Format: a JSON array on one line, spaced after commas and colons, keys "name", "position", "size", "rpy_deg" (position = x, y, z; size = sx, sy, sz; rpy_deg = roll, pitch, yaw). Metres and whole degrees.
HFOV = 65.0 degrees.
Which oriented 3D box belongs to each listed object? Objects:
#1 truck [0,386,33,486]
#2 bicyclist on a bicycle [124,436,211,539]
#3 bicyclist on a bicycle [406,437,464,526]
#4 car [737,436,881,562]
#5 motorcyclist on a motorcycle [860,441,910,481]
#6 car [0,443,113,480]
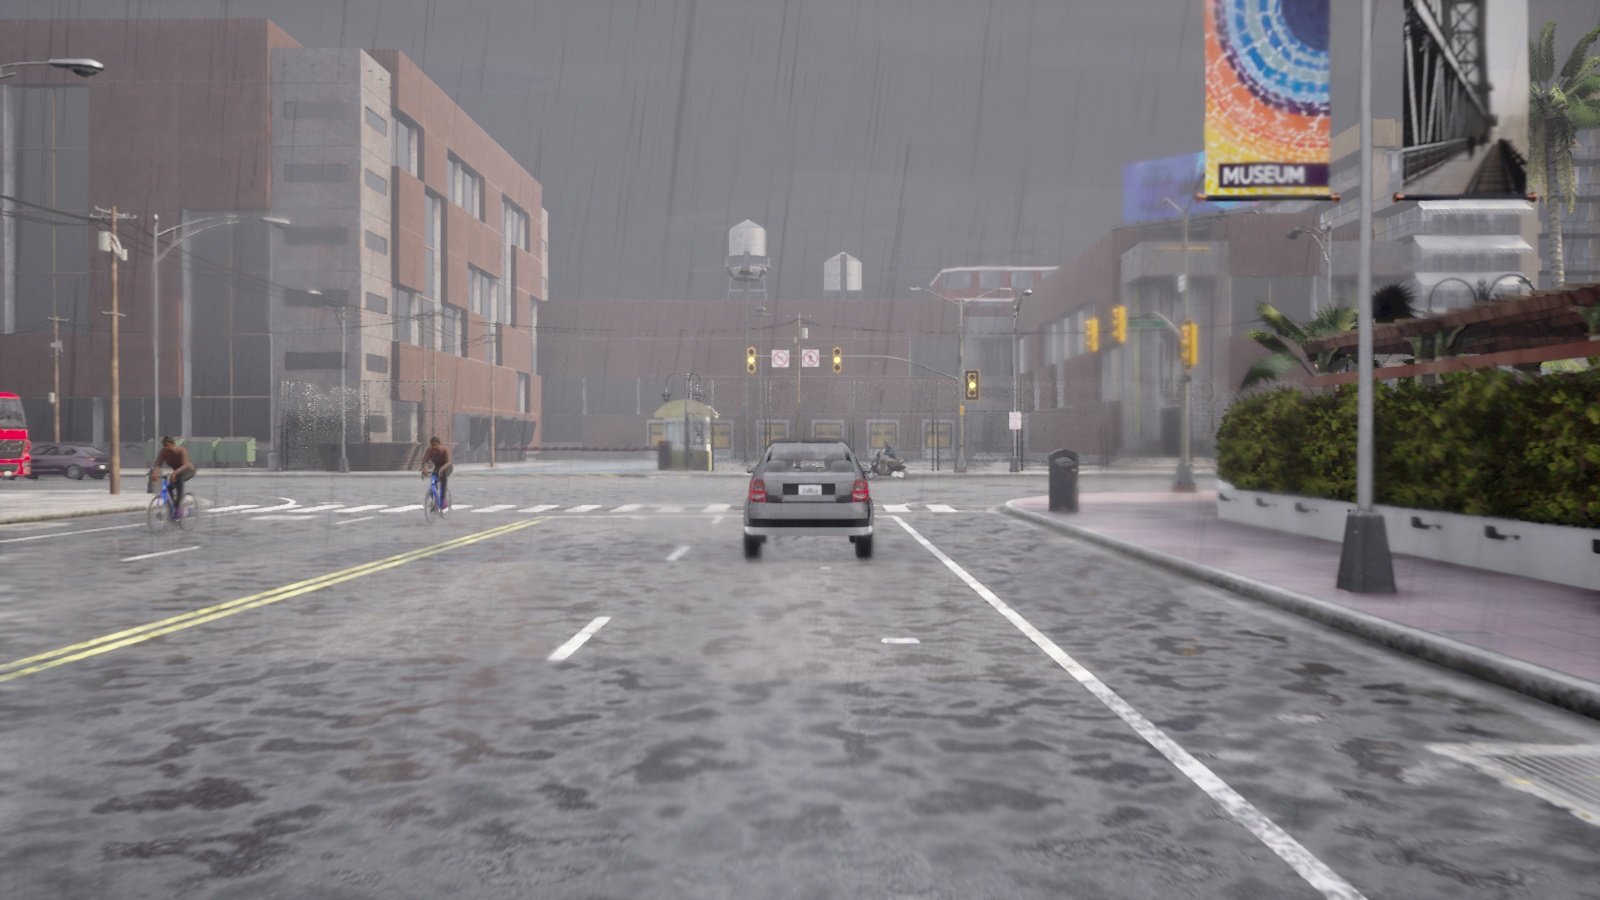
[{"name": "truck", "position": [-31.664, -0.507, 43.946], "size": [7.936, 3.462, 2.891], "rpy_deg": [0, 0, 2]}, {"name": "bicyclist on a bicycle", "position": [-10.367, 0.576, 20.647], "size": [0.582, 1.620, 1.656], "rpy_deg": [0, 1, 0]}, {"name": "bicyclist on a bicycle", "position": [-6.850, 0.563, 23.627], "size": [0.582, 1.620, 1.656], "rpy_deg": [0, 1, 0]}, {"name": "car", "position": [0.118, 0.621, 17.394], "size": [1.789, 1.549, 3.705], "rpy_deg": [0, 0, 0]}, {"name": "motorcyclist on a motorcycle", "position": [3.390, 0.424, 50.054], "size": [1.817, 1.590, 0.866], "rpy_deg": [0, 0, -14]}, {"name": "car", "position": [-30.457, 0.453, 50.903], "size": [4.193, 1.474, 1.816], "rpy_deg": [0, 0, 1]}]
